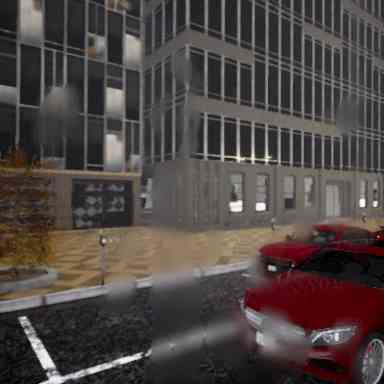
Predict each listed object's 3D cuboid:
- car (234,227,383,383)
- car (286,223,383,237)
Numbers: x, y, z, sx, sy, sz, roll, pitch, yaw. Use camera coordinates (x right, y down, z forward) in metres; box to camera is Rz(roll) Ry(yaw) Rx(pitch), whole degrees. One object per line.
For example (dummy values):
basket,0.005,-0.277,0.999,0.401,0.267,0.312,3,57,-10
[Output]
car,2.788,1.550,5.368,4.674,1.442,1.812,0,0,-36
car,3.742,1.582,9.227,4.507,1.381,1.887,0,0,-36
